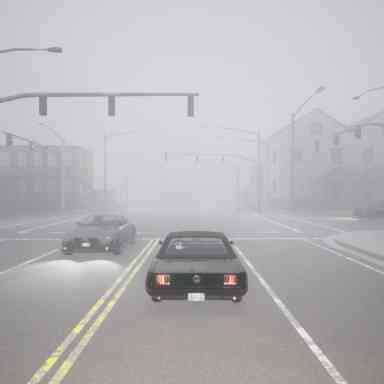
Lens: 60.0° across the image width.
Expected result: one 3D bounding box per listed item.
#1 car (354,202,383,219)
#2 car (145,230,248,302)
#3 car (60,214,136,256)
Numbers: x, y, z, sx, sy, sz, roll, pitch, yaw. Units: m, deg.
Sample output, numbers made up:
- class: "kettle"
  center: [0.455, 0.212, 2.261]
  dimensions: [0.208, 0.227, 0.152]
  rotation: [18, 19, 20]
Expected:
- class: "car"
  center: [16.026, 1.564, 28.165]
  dimensions: [4.181, 1.385, 1.994]
  rotation: [0, 0, 0]
- class: "car"
  center: [0.102, 1.601, 8.199]
  dimensions: [1.895, 1.301, 4.718]
  rotation: [0, 0, 0]
- class: "car"
  center: [-3.479, 1.564, 13.043]
  dimensions: [1.994, 1.385, 4.181]
  rotation: [0, 0, 2]
